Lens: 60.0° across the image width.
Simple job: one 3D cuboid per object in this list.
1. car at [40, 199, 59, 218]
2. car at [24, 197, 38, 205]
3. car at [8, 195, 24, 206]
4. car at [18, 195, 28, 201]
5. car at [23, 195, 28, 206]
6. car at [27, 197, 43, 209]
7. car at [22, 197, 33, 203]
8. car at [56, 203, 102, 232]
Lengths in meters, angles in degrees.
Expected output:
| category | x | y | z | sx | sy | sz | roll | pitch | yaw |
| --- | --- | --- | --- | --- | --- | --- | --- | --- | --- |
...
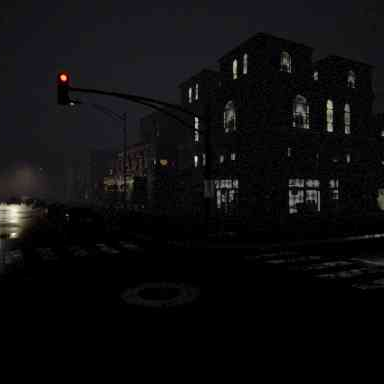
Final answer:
| category | x | y | z | sx | sy | sz | roll | pitch | yaw |
| --- | --- | --- | --- | --- | --- | --- | --- | --- | --- |
| car | -12.090 | 1.588 | 29.653 | 1.802 | 1.307 | 4.206 | 0 | 0 | -29 |
| car | -28.354 | 1.569 | 58.520 | 2.008 | 1.369 | 4.403 | 0 | 0 | -29 |
| car | -30.247 | 1.495 | 56.593 | 1.882 | 1.535 | 5.008 | 0 | 0 | -29 |
| car | -41.905 | 1.477 | 82.573 | 1.967 | 1.590 | 4.097 | 0 | 0 | -29 |
| car | -25.642 | 1.455 | 53.709 | 1.967 | 1.590 | 4.097 | 0 | 0 | -29 |
| car | -20.222 | 1.561 | 44.087 | 2.008 | 1.369 | 4.403 | 0 | 0 | -29 |
| car | -33.774 | 1.606 | 68.141 | 1.802 | 1.307 | 4.206 | 0 | 0 | -29 |
| car | -6.669 | 1.569 | 20.033 | 1.947 | 1.339 | 4.313 | 0 | 0 | -29 |
